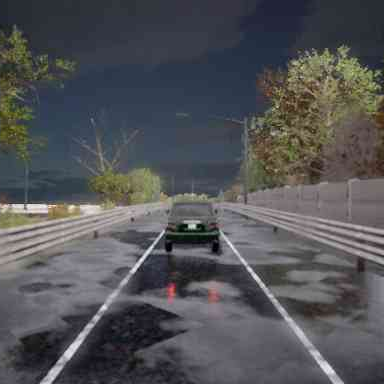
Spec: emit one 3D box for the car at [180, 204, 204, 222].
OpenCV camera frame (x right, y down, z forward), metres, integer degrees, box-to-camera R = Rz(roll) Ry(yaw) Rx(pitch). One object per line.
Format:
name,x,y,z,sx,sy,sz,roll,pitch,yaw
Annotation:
car,0.011,1.862,30.101,1.994,1.385,4.181,0,-1,0

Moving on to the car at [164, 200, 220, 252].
car,0.005,1.363,14.802,2.150,2.045,5.566,0,0,0
